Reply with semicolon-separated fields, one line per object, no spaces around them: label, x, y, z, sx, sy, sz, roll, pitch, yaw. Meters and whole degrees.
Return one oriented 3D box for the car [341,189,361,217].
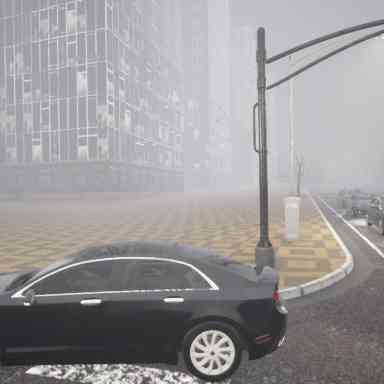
car;10.895;0.759;20.794;1.994;1.385;4.181;-1;2;17

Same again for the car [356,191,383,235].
car;8.882;0.928;14.489;2.128;1.511;4.902;-1;2;18

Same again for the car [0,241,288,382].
car;-1.153;1.505;4.795;4.892;1.490;1.837;0;0;0

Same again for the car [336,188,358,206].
car;12.855;0.454;26.870;2.128;1.511;4.902;-1;2;18
